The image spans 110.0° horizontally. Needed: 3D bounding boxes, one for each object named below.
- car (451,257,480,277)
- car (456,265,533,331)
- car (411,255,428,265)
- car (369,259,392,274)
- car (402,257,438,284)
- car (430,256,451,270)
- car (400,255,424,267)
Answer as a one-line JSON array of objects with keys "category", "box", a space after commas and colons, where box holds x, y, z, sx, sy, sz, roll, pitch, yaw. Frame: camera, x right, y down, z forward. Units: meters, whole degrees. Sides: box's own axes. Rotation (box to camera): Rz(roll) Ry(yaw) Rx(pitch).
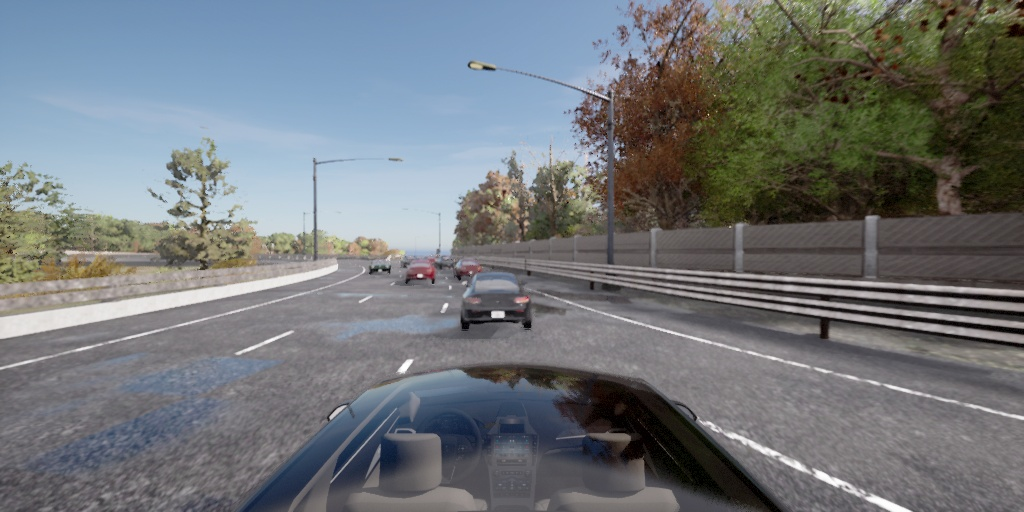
[{"category": "car", "box": [-3.349, 0.967, 27.120, 1.812, 1.442, 4.674, 0, 1, -14]}, {"category": "car", "box": [-0.504, 1.168, 10.559, 1.812, 1.442, 4.674, 0, 0, -5]}, {"category": "car", "box": [-15.231, 0.614, 58.956, 2.033, 1.411, 5.357, 0, 1, -22]}, {"category": "car", "box": [-12.354, 0.972, 33.882, 1.895, 1.301, 4.718, 0, 1, -18]}, {"category": "car", "box": [-6.062, 1.009, 24.033, 1.812, 1.442, 4.674, 0, 1, -12]}, {"category": "car", "box": [-7.707, 0.760, 41.472, 2.128, 1.511, 4.902, 0, 1, -21]}, {"category": "car", "box": [-12.747, 0.730, 44.631, 2.128, 1.511, 4.902, 0, 1, -23]}]
